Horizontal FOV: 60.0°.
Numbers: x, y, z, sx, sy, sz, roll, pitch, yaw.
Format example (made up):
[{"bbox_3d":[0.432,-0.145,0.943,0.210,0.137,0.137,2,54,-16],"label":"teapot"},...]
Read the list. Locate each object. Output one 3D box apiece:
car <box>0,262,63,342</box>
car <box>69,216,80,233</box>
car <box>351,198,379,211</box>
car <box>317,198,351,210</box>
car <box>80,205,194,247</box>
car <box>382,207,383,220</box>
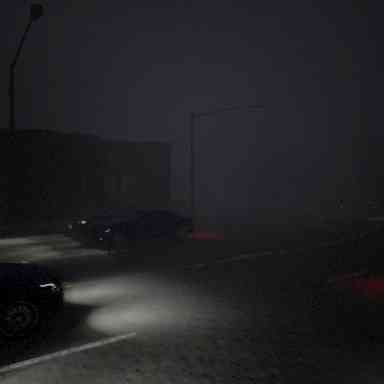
[{"bbox_3d":[-4.362,1.526,4.818,4.674,1.442,1.812,0,0,-35],"label":"car"},{"bbox_3d":[-4.151,1.492,18.232,4.902,1.511,2.128,0,0,-37],"label":"car"},{"bbox_3d":[21.397,1.504,41.866,1.837,1.490,4.892,1,0,-5],"label":"car"},{"bbox_3d":[17.801,1.504,42.631,1.837,1.490,4.892,1,0,-7],"label":"car"},{"bbox_3d":[-2.212,1.477,15.231,5.008,1.535,1.882,0,0,-36],"label":"car"},{"bbox_3d":[15.344,1.503,24.583,1.837,1.490,4.892,1,0,25],"label":"car"}]
